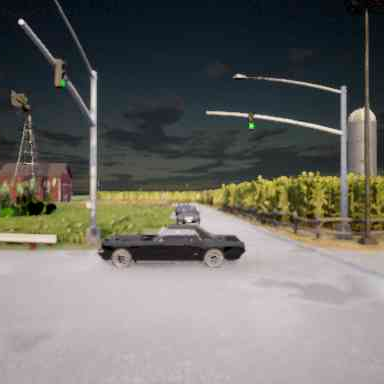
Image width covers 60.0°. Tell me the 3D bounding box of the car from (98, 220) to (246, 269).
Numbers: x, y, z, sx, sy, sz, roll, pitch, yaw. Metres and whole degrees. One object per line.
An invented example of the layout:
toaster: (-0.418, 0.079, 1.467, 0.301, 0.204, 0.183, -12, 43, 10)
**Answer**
car: (-0.670, 1.772, 11.252, 4.718, 1.301, 1.895, 0, -1, 0)

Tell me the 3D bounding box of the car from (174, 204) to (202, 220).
car: (-0.343, 1.843, 26.328, 2.128, 1.511, 4.902, 0, -1, -3)

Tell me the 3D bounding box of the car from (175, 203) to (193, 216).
car: (-0.959, 2.070, 39.431, 1.994, 1.385, 4.181, 0, -1, -3)
